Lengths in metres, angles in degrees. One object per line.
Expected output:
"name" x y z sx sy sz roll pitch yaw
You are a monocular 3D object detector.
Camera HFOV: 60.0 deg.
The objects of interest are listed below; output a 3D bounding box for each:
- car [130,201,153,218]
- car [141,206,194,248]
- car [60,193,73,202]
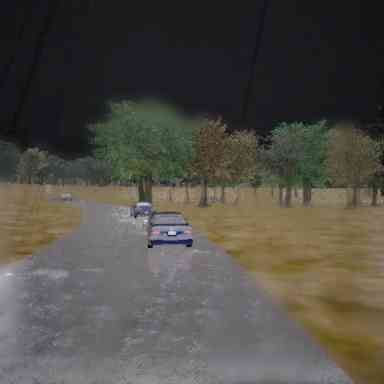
"car" -4.406 1.517 29.657 1.812 1.442 4.674 -1 0 -17
"car" -1.105 1.567 14.814 2.033 1.411 5.357 0 0 -8
"car" -24.032 1.025 63.526 1.882 1.535 5.008 0 1 -30
